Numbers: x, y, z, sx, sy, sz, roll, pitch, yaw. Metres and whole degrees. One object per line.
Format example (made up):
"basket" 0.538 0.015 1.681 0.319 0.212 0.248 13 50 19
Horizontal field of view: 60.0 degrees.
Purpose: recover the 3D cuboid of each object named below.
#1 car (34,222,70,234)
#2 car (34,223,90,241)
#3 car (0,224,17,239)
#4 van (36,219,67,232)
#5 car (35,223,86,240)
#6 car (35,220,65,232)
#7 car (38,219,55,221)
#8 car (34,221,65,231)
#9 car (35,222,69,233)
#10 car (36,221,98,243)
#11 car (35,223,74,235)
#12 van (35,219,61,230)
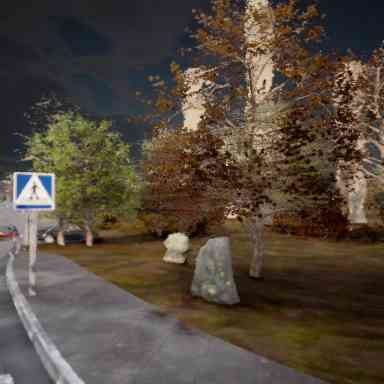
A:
"car" -20.799 5.345 49.476 4.792 1.488 2.163 1 -4 -25
"car" -12.526 3.833 32.118 4.892 1.521 2.231 1 -5 -25
"car" -20.739 4.423 36.495 1.994 1.385 4.181 1 -5 -25
"van" -23.023 5.483 54.519 4.442 1.987 1.878 1 -4 -25
"car" -13.679 4.086 34.603 4.792 1.488 2.163 1 -5 -25
"car" -24.388 5.780 57.049 4.553 1.767 2.185 1 -4 -25
"car" -17.267 4.577 42.033 4.553 1.767 2.185 1 -5 -25
"car" -25.486 6.083 59.420 4.892 1.521 2.231 1 -4 -25
"car" -21.921 5.541 51.983 4.792 1.488 2.163 1 -5 -25
"car" -10.185 3.382 27.153 4.892 1.521 2.231 1 -5 -25
"car" -18.419 4.948 44.520 4.674 1.452 2.002 1 -5 -25
"van" -26.768 6.037 61.874 4.442 1.987 1.878 1 -4 -25
